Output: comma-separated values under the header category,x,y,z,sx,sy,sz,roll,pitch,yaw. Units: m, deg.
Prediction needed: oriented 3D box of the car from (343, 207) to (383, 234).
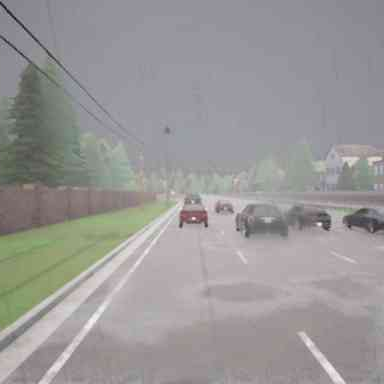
category,x,y,z,sx,sy,sz,roll,pitch,yaw
car,10.596,1.574,19.382,1.812,1.442,4.674,0,0,0

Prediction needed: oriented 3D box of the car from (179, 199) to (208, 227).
category,x,y,z,sx,sy,sz,roll,pitch,yaw
car,0.110,1.536,23.556,1.882,1.535,5.008,0,0,0

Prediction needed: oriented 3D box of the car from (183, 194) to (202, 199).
category,x,y,z,sx,sy,sz,roll,pitch,yaw
car,0.119,1.325,41.623,2.150,2.045,5.566,0,0,0

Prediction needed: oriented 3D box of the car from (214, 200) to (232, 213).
category,x,y,z,sx,sy,sz,roll,pitch,yaw
car,3.604,1.620,37.941,1.812,1.442,4.674,0,0,0

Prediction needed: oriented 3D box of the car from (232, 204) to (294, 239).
category,x,y,z,sx,sy,sz,roll,pitch,yaw
car,3.608,1.397,17.904,2.097,1.767,4.553,0,0,0

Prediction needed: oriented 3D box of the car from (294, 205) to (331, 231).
category,x,y,z,sx,sy,sz,roll,pitch,yaw
car,7.110,1.557,20.987,1.837,1.490,4.892,0,0,0
